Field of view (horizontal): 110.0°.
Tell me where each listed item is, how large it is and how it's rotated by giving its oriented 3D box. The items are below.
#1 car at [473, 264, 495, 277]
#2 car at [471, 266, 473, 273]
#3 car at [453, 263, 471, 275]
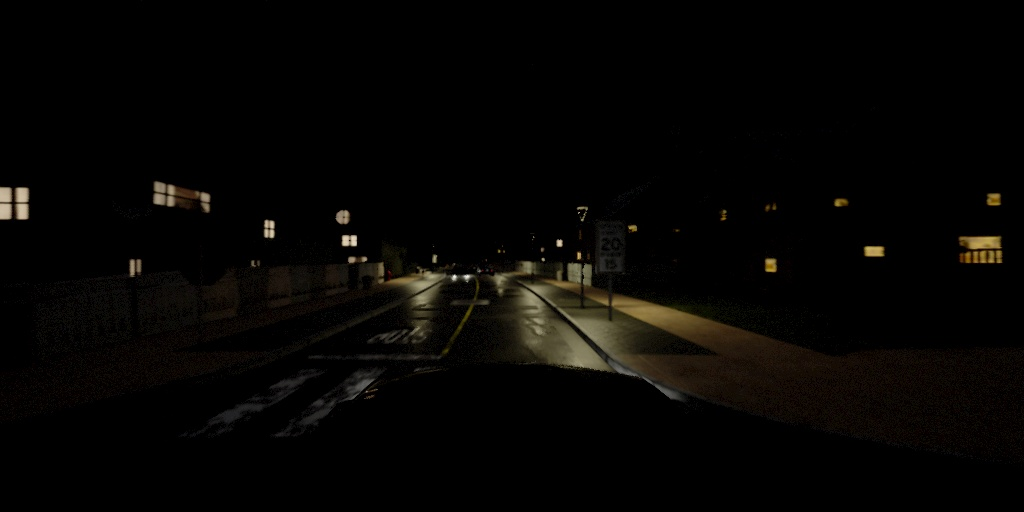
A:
[{"bbox_3d":[-3.160,1.666,42.497,2.033,1.411,5.357,0,-1,-9],"label":"car"},{"bbox_3d":[-5.028,1.836,52.870,1.994,1.385,4.181,0,-1,-12],"label":"car"},{"bbox_3d":[-6.706,1.666,47.007,1.882,1.535,5.008,0,-1,-9],"label":"car"}]
